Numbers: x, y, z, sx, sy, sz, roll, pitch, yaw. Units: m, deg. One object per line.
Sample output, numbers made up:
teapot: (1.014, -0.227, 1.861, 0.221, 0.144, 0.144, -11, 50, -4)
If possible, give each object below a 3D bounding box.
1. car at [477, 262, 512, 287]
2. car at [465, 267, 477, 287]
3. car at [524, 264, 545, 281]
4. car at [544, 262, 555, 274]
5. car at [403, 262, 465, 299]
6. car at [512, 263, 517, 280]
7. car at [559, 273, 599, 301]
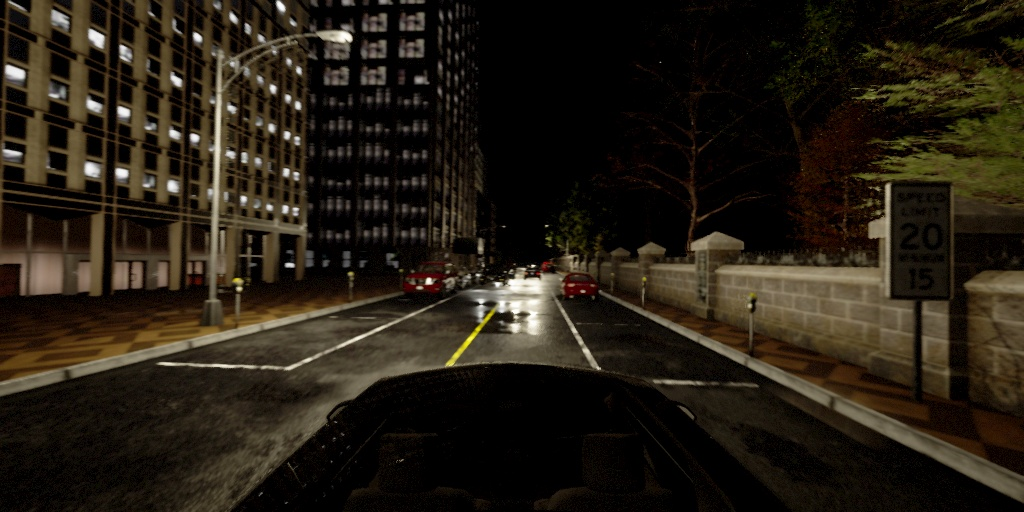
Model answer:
car: (-1.268, 1.405, 27.786, 1.837, 1.490, 4.892, 1, -1, 4)
car: (-3.996, 1.572, 25.420, 2.007, 1.370, 4.403, 0, 0, 4)
car: (2.178, 1.843, 38.014, 2.033, 1.411, 5.357, 1, -1, 4)
car: (5.888, 1.942, 58.038, 2.192, 1.841, 5.009, 0, 0, 4)
car: (-4.332, 1.254, 19.903, 2.192, 1.841, 5.009, 0, 0, 4)
car: (-0.589, 1.769, 38.962, 1.837, 1.490, 4.892, 1, -1, 4)
car: (3.532, 1.604, 19.422, 1.888, 1.381, 4.507, 0, 0, 4)
